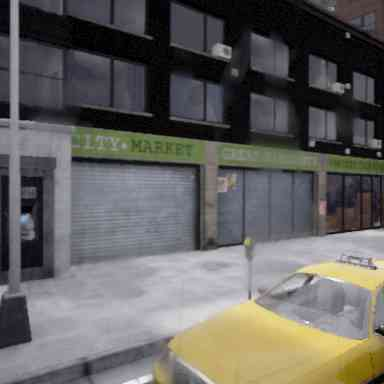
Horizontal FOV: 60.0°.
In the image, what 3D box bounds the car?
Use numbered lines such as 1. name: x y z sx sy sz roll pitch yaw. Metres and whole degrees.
1. car: 1.887 1.509 4.125 4.829 1.417 1.752 0 0 -35
